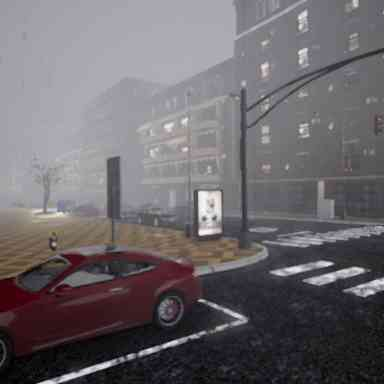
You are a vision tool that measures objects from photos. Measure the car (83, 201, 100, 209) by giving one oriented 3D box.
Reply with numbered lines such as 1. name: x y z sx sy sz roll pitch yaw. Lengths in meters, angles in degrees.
1. car: -18.663 2.311 61.734 1.802 1.307 4.206 -2 0 -36

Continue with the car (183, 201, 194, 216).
1. car: -0.278 1.709 36.554 1.967 1.590 4.097 -2 0 -36

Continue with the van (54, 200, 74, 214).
1. van: -16.961 1.968 45.037 1.690 1.788 3.998 -2 0 -36

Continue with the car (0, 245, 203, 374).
1. car: -1.751 1.573 5.319 4.206 1.307 1.802 0 0 -35

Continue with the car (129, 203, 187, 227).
1. car: -2.694 1.820 25.166 2.008 1.369 4.403 -2 0 -36

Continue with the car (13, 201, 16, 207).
1. car: -41.780 2.797 79.376 1.887 1.381 4.507 -2 0 -36

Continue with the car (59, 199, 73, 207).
1. car: -28.465 2.416 75.267 1.967 1.590 4.097 -2 0 -36

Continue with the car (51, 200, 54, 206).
1. car: -31.727 2.624 79.778 1.947 1.339 4.313 -2 0 -36

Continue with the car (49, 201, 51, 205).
1. car: -34.993 2.686 84.290 1.887 1.381 4.507 -2 0 -36

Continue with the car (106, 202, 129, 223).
1. car: -5.960 1.901 29.677 2.008 1.369 4.403 -2 0 -36

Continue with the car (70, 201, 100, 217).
1. car: -12.039 2.048 38.152 1.887 1.381 4.507 -2 0 -36

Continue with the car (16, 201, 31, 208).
1. car: -35.248 2.638 70.354 2.008 1.369 4.403 -2 0 -36
